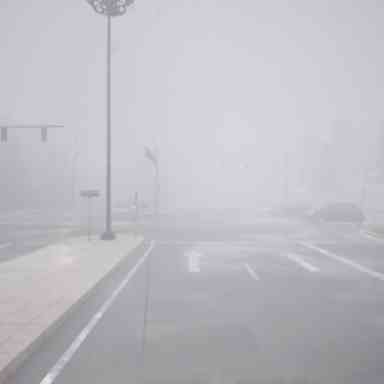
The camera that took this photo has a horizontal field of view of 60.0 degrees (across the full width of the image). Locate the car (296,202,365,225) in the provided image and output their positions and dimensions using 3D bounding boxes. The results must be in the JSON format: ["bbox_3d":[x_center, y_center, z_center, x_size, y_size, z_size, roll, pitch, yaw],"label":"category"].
[{"bbox_3d":[10.978,1.613,26.190,4.553,1.767,2.097,0,-1,0],"label":"car"}]

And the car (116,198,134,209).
[{"bbox_3d":[-11.689,2.132,57.009,1.994,1.385,4.181,0,-1,-1],"label":"car"}]

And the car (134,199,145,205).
[{"bbox_3d":[-11.988,2.285,76.386,1.812,1.442,4.674,0,-1,-1],"label":"car"}]

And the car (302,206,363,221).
[{"bbox_3d":[12.456,1.898,29.699,4.718,1.301,1.895,0,-1,0],"label":"car"}]

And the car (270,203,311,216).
[{"bbox_3d":[11.332,1.946,38.309,4.181,1.385,1.994,0,0,26],"label":"car"}]

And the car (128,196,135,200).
[{"bbox_3d":[-11.830,1.881,66.164,2.150,2.045,5.566,0,-1,-1],"label":"car"}]

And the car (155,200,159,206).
[{"bbox_3d":[-8.330,2.223,66.150,1.994,1.385,4.181,0,-1,-1],"label":"car"}]

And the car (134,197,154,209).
[{"bbox_3d":[-8.193,2.049,57.313,1.882,1.535,5.008,0,-1,-1],"label":"car"}]

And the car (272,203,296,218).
[{"bbox_3d":[10.352,1.857,33.184,4.674,1.442,1.812,0,-1,0],"label":"car"}]

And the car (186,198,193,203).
[{"bbox_3d":[-0.765,2.492,94.336,1.994,1.385,4.181,0,-1,-1],"label":"car"}]

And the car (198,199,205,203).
[{"bbox_3d":[2.735,2.535,94.382,1.895,1.301,4.718,0,-1,-1],"label":"car"}]
